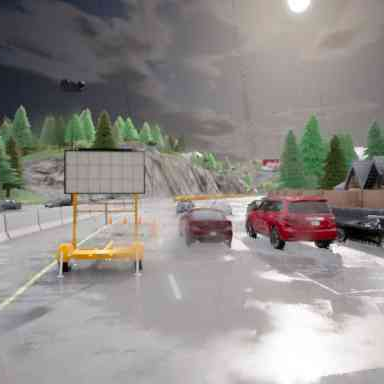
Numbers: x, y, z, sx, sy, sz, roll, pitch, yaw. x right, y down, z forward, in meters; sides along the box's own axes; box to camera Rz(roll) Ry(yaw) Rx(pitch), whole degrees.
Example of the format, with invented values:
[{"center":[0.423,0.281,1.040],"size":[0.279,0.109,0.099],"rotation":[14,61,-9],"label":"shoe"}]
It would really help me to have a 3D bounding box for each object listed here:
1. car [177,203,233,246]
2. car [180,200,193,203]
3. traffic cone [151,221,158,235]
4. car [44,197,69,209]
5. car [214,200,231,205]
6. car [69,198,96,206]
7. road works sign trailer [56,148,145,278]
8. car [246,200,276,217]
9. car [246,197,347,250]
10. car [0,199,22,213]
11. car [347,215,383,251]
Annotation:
[{"center":[0.506,1.477,15.293],"size":[1.882,1.535,5.008],"rotation":[0,0,-7],"label":"car"},{"center":[-0.556,1.545,33.221],"size":[2.033,1.411,5.357],"rotation":[0,0,0],"label":"car"},{"center":[-1.950,1.955,17.364],"size":[0.340,0.580,0.340],"rotation":[0,0,-7],"label":"traffic cone"},{"center":[-17.813,1.490,44.368],"size":[2.128,1.511,4.902],"rotation":[0,0,4],"label":"car"},{"center":[2.969,1.524,33.725],"size":[1.812,1.442,4.674],"rotation":[0,0,0],"label":"car"},{"center":[-14.289,1.524,44.632],"size":[1.812,1.442,4.674],"rotation":[0,0,5],"label":"car"},{"center":[-2.629,0.464,10.240],"size":[2.380,3.560,2.880],"rotation":[0,0,-7],"label":"road works sign trailer"},{"center":[6.468,1.524,31.710],"size":[1.812,1.442,4.674],"rotation":[0,0,-1],"label":"car"},{"center":[4.089,1.221,14.609],"size":[2.150,2.045,5.566],"rotation":[0,0,-7],"label":"car"},{"center":[-21.655,1.546,38.126],"size":[2.033,1.411,5.357],"rotation":[0,0,2],"label":"car"},{"center":[7.764,1.600,13.555],"size":[1.895,1.301,4.718],"rotation":[0,0,-8],"label":"car"}]
